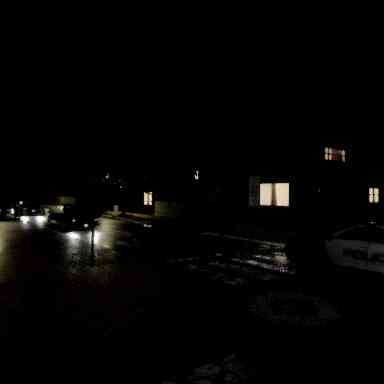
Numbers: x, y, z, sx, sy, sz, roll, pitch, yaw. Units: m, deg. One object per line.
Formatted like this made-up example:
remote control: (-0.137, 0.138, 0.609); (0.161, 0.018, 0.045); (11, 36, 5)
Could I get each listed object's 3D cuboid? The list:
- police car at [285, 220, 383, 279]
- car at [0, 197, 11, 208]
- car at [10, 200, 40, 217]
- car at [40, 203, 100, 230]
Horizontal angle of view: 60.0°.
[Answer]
police car: (4.900, 1.527, 9.032); (2.038, 1.542, 4.974); (1, 0, -37)
car: (-24.370, 1.402, 42.992); (1.837, 1.490, 4.892); (1, 0, -37)
car: (-14.922, 1.449, 30.411); (1.994, 1.385, 4.181); (1, 0, -37)
car: (-7.493, 1.473, 20.628); (2.033, 1.411, 5.357); (1, 0, -37)
